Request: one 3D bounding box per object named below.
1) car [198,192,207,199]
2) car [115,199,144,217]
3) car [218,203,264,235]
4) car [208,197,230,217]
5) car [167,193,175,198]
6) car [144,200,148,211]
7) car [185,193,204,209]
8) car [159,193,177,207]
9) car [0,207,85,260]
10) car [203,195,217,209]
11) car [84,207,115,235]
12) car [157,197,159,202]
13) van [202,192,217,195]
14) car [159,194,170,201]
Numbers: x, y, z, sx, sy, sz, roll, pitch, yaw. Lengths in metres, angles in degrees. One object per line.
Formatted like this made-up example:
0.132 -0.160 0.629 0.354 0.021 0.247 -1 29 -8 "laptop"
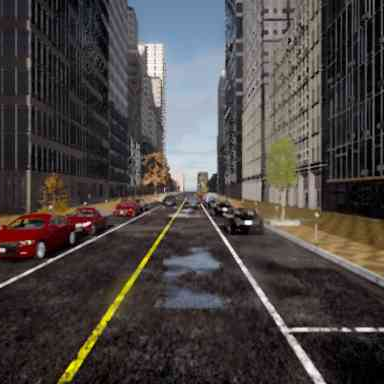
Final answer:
2.675 0.838 86.201 2.192 1.841 5.009 0 0 0 "car"
-5.695 1.401 29.287 1.887 1.381 4.507 0 0 0 "car"
2.687 1.480 17.896 1.947 1.339 4.313 0 0 0 "car"
2.685 1.422 29.280 1.947 1.339 4.313 0 0 0 "car"
-5.708 1.038 91.904 2.008 1.369 4.403 0 0 0 "car"
-5.697 1.392 34.979 1.947 1.339 4.313 0 0 0 "car"
0.090 1.283 41.457 2.128 1.511 4.902 0 0 0 "car"
-3.096 1.240 46.689 1.882 1.535 5.008 0 0 0 "car"
-5.692 1.487 12.209 1.887 1.381 4.507 0 0 0 "car"
2.683 1.361 40.664 1.947 1.339 4.313 0 0 0 "car"
-5.693 1.496 17.902 1.802 1.307 4.206 0 0 0 "car"
-5.702 1.191 63.272 1.752 1.417 4.829 0 0 0 "car"
2.682 1.105 46.357 1.690 1.788 3.998 0 0 0 "van"
-5.704 1.180 69.135 2.008 1.369 4.403 0 0 0 "car"
